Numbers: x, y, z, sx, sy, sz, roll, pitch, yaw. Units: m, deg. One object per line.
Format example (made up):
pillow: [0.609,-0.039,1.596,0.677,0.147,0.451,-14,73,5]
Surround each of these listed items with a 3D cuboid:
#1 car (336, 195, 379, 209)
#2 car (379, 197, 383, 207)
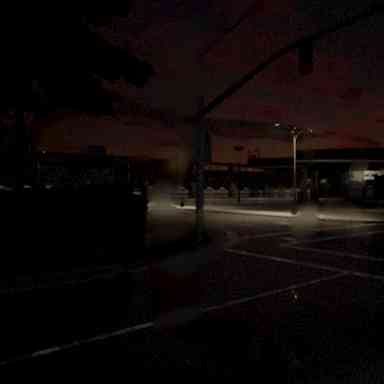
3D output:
car: [21.112,1.264,43.268,2.242,1.667,4.611,0,0,-35]
car: [25.377,1.420,47.191,1.970,1.475,3.806,0,0,-35]
